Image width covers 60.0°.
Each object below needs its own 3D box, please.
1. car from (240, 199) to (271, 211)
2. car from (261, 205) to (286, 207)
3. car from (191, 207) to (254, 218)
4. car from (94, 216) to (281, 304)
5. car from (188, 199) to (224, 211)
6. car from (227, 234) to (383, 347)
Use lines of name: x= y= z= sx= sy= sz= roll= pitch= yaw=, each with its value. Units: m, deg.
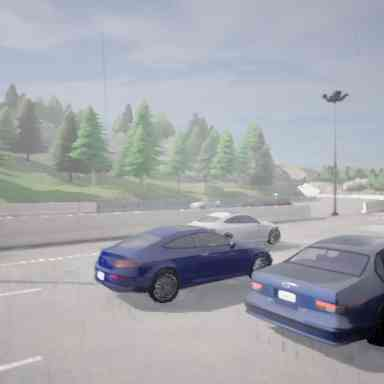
car: x=8.438 y=1.647 z=43.738 sx=1.994 sy=1.385 sz=4.181 roll=0 pitch=0 yaw=45
car: x=6.893 y=1.625 z=32.525 sx=4.181 sy=1.385 sz=1.994 roll=0 pitch=0 yaw=-43
car: x=1.765 y=1.553 z=14.013 sx=4.674 sy=1.442 sz=1.812 roll=0 pitch=0 yaw=-38
car: x=-0.027 y=1.543 z=8.202 sx=4.674 sy=1.442 sz=1.812 roll=0 pitch=0 yaw=-37
car: x=1.818 y=1.610 z=42.157 sx=4.674 sy=1.442 sz=1.812 roll=0 pitch=0 yaw=-44
car: x=3.369 y=1.558 z=6.359 sx=5.357 sy=1.411 sz=2.033 roll=0 pitch=0 yaw=-38
